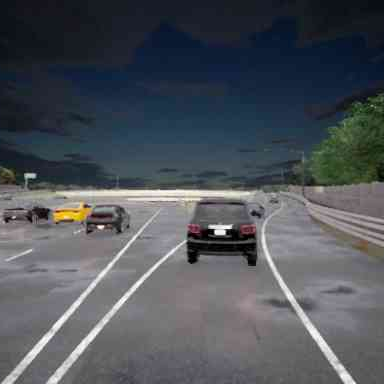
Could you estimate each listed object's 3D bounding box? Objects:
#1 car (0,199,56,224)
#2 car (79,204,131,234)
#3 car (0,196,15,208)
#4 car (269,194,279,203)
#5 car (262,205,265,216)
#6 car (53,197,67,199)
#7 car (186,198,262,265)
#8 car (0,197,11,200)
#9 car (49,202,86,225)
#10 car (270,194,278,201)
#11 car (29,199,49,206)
[{"bbox_3d":[-11.900,1.488,24.421,2.128,1.511,4.902,0,0,-3],"label":"car"},{"bbox_3d":[-4.713,1.507,19.119,1.837,1.490,4.892,0,0,-3],"label":"car"},{"bbox_3d":[-31.126,1.618,54.349,2.097,1.767,4.553,0,-1,-3],"label":"car"},{"bbox_3d":[16.791,1.649,68.395,1.895,1.301,4.718,0,1,14],"label":"car"},{"bbox_3d":[5.801,1.695,31.664,1.994,1.385,4.181,-1,-1,17],"label":"car"},{"bbox_3d":[-24.344,1.978,59.253,1.895,1.301,4.718,0,-1,-3],"label":"car"},{"bbox_3d":[1.179,1.232,12.029,2.150,2.045,5.566,0,0,8],"label":"car"},{"bbox_3d":[-23.335,1.594,38.453,1.812,1.442,4.674,0,-1,-3],"label":"car"},{"bbox_3d":[-8.387,1.488,24.267,1.882,1.535,5.008,0,0,-3],"label":"car"},{"bbox_3d":[19.230,1.295,78.175,1.812,1.442,4.674,0,1,13],"label":"car"},{"bbox_3d":[-31.900,2.096,69.633,2.033,1.411,5.357,0,-1,-3],"label":"car"}]
